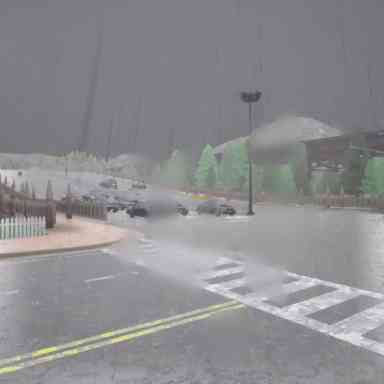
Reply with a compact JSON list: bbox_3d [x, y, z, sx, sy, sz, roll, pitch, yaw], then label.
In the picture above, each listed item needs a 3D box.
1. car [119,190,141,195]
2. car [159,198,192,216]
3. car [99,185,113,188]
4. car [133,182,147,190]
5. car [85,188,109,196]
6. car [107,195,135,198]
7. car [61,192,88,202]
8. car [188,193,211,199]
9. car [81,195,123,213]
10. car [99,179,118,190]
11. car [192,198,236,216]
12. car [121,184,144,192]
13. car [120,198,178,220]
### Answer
[{"bbox_3d":[-9.273,1.008,47.148,1.882,1.535,5.008,0,4,-37],"label":"car"},{"bbox_3d":[-2.152,1.555,31.937,1.994,1.385,4.181,0,0,-37],"label":"car"},{"bbox_3d":[-15.404,0.170,55.381,1.837,1.490,4.892,0,6,-37],"label":"car"},{"bbox_3d":[-11.821,-1.388,73.982,1.837,1.490,4.892,0,7,-37],"label":"car"},{"bbox_3d":[-14.190,0.635,47.859,2.097,1.767,4.553,0,4,-37],"label":"car"},{"bbox_3d":[-8.159,1.412,39.854,1.994,1.385,4.181,0,2,-37],"label":"car"},{"bbox_3d":[-16.050,0.904,44.504,1.837,1.490,4.892,0,4,-37],"label":"car"},{"bbox_3d":[1.192,0.920,56.835,1.882,1.535,5.008,0,4,-37],"label":"car"},{"bbox_3d":[-9.858,1.451,36.298,2.033,1.411,5.357,0,2,-37],"label":"car"},{"bbox_3d":[-17.587,-1.706,70.043,2.150,2.045,5.566,0,7,-37],"label":"car"},{"bbox_3d":[2.266,1.558,31.909,1.994,1.385,4.181,0,0,-37],"label":"car"},{"bbox_3d":[-11.465,-0.063,62.020,1.895,1.301,4.718,0,7,-37],"label":"car"},{"bbox_3d":[-3.781,1.543,28.292,2.033,1.411,5.357,0,0,-37],"label":"car"}]
